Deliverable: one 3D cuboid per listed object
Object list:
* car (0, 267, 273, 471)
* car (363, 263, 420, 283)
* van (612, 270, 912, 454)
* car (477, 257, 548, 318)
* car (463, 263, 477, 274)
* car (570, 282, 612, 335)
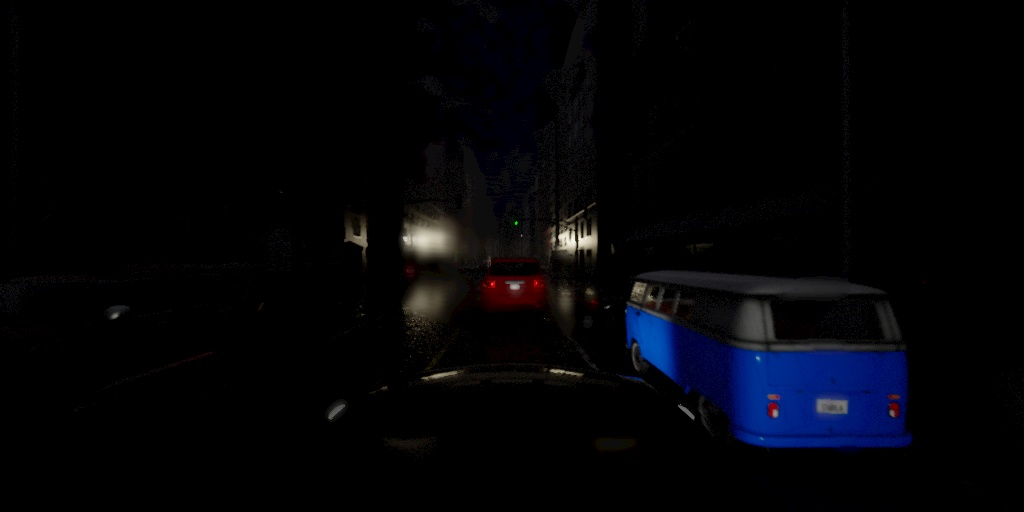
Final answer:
[{"bbox_3d":[-5.666,1.096,4.998,2.192,1.841,5.009,0,0,0],"label":"car"},{"bbox_3d":[-10.371,1.354,30.787,4.553,1.767,2.097,0,0,9],"label":"car"},{"bbox_3d":[2.858,1.122,5.036,1.690,1.789,3.998,0,0,0],"label":"van"},{"bbox_3d":[0.100,1.079,13.643,2.150,2.045,5.566,0,-1,0],"label":"car"},{"bbox_3d":[-5.654,1.697,48.516,1.751,1.417,4.829,0,0,0],"label":"car"},{"bbox_3d":[2.860,1.399,10.696,1.948,1.339,4.313,0,0,0],"label":"car"}]
